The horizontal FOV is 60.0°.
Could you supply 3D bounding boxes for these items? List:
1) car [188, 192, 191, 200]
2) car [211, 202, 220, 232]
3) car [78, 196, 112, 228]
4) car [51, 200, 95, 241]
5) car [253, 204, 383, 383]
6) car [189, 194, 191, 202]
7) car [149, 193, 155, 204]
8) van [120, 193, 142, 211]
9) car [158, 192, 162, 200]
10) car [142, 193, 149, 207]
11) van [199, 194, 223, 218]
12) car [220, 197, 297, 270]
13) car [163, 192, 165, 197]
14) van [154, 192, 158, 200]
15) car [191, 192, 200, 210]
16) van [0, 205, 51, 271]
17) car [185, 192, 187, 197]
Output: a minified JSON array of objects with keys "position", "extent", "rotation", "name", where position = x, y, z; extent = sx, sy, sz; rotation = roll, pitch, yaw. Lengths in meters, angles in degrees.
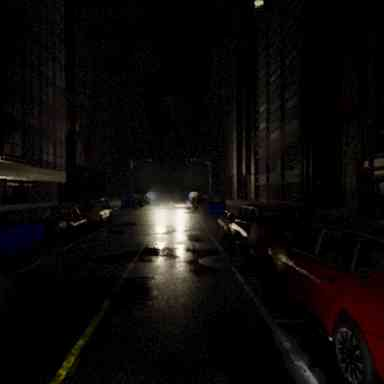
[{"position":[0.740,1.129,55.513],"extent":[1.967,1.590,4.097],"rotation":[0,0,-2],"name":"car"},{"position":[2.198,1.419,16.448],"extent":[1.752,1.417,4.829],"rotation":[0,0,-2],"name":"car"},{"position":[-6.525,1.233,21.553],"extent":[2.192,1.841,5.009],"rotation":[0,0,-2],"name":"car"},{"position":[-6.315,1.388,15.948],"extent":[1.967,1.590,4.097],"rotation":[0,0,-2],"name":"car"},{"position":[2.621,1.270,5.066],"extent":[2.192,1.841,5.009],"rotation":[0,0,-2],"name":"car"},{"position":[0.950,1.262,49.909],"extent":[1.887,1.381,4.507],"rotation":[0,0,-2],"name":"car"},{"position":[-7.778,1.293,55.187],"extent":[2.008,1.369,4.403],"rotation":[0,0,-2],"name":"car"},{"position":[-7.152,1.170,38.369],"extent":[1.690,1.788,3.998],"rotation":[0,0,-2],"name":"van"},{"position":[-8.615,1.069,77.609],"extent":[1.967,1.590,4.097],"rotation":[0,0,-2],"name":"car"},{"position":[-7.361,1.115,43.975],"extent":[2.192,1.841,5.009],"rotation":[0,0,-2],"name":"car"},{"position":[1.785,1.176,27.487],"extent":[1.690,1.788,3.998],"rotation":[0,0,-2],"name":"van"},{"position":[2.412,1.239,10.671],"extent":[2.192,1.841,5.009],"rotation":[0,0,-2],"name":"car"},{"position":[-9.236,1.074,94.255],"extent":[1.752,1.417,4.829],"rotation":[0,0,-2],"name":"car"},{"position":[-8.197,1.026,66.397],"extent":[1.690,1.788,3.998],"rotation":[0,0,-2],"name":"van"},{"position":[1.367,1.091,38.697],"extent":[2.192,1.841,5.009],"rotation":[0,0,-2],"name":"car"},{"position":[-6.107,1.319,10.342],"extent":[1.690,1.788,3.998],"rotation":[0,0,-2],"name":"van"},{"position":[0.113,1.148,72.329],"extent":[1.887,1.381,4.507],"rotation":[0,0,-2],"name":"car"}]
